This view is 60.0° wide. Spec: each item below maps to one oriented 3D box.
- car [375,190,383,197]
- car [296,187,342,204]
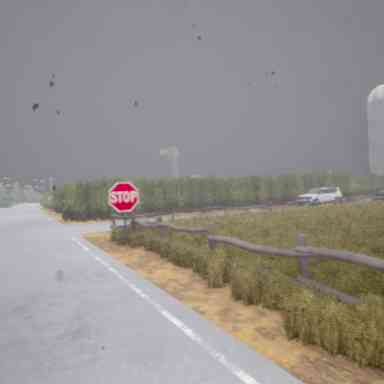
[{"bbox_3d":[22.841,0.378,37.627,4.892,1.490,1.837,-3,0,-26],"label":"car"},{"bbox_3d":[14.098,0.550,36.815,5.566,2.045,2.150,-3,0,-26],"label":"car"}]
